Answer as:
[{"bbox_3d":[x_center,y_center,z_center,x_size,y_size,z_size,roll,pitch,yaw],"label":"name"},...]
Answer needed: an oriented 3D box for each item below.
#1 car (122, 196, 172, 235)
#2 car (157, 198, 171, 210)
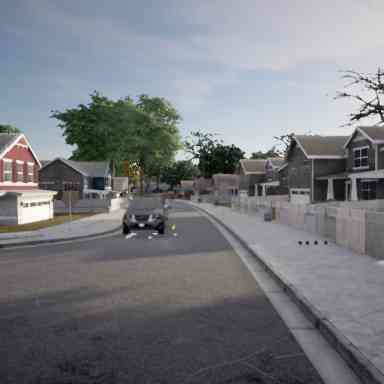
[{"bbox_3d":[-2.519,1.261,19.140,2.150,2.045,5.566,0,0,-1],"label":"car"},{"bbox_3d":[-3.733,1.610,45.269,1.812,1.442,4.674,0,0,-4],"label":"car"}]
